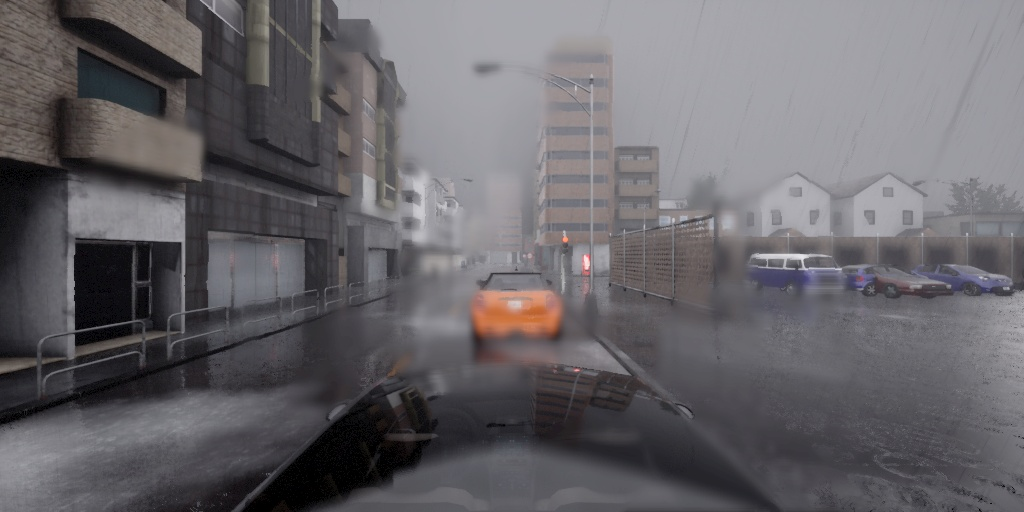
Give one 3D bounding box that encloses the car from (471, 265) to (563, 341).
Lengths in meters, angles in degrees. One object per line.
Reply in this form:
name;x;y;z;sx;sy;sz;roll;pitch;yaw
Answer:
car;0.102;1.102;10.009;2.097;1.767;4.553;0;0;0
